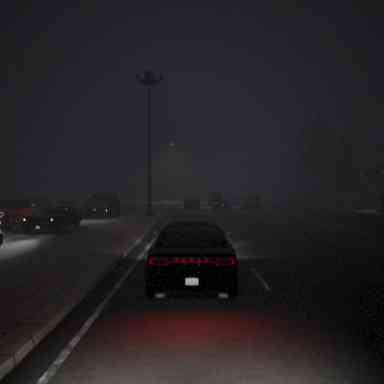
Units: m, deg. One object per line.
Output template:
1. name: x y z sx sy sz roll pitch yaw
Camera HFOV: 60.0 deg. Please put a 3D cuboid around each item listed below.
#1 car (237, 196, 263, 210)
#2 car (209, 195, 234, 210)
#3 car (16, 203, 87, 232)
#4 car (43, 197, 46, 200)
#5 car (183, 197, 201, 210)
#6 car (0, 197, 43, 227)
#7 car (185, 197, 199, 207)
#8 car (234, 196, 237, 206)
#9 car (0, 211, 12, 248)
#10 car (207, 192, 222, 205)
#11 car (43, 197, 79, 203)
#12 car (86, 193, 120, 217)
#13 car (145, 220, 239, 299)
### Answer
1. car: 6.984 1.199 39.436 2.097 1.767 4.553 0 0 0
2. car: 3.484 1.411 39.466 1.994 1.385 4.181 0 0 0
3. car: -8.037 1.525 19.570 1.895 1.301 4.718 0 0 1
4. car: -15.013 1.230 31.492 2.097 1.767 4.553 0 0 0
5. car: -0.016 1.340 39.047 2.128 1.511 4.902 0 0 0
6. car: -11.526 1.271 20.657 2.097 1.767 4.553 0 0 0
7. car: -0.021 1.409 49.498 1.895 1.301 4.718 0 0 0
8. car: 6.979 1.355 49.471 2.033 1.411 5.357 0 0 0
9. car: -8.082 1.522 10.816 1.994 1.385 4.181 0 0 0
10. car: 3.479 1.029 49.498 2.150 2.045 5.566 0 0 0
11. car: -11.513 1.407 30.577 1.812 1.442 4.674 0 0 0
12. car: -8.013 1.104 30.139 2.150 2.045 5.566 0 0 0
13. car: -0.004 1.445 8.437 1.882 1.535 5.008 0 0 0
